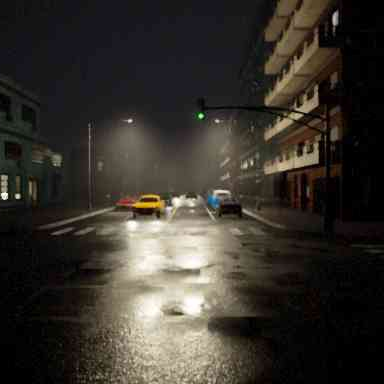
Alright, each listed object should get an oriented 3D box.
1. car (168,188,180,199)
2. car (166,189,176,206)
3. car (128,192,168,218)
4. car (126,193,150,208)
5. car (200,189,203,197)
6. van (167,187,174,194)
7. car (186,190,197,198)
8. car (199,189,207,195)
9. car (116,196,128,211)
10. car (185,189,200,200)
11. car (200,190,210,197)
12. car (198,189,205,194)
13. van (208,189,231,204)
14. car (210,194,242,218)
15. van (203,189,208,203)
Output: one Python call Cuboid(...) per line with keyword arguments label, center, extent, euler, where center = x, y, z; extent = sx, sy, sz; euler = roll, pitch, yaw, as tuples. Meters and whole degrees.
Cuboid(label="car", center=(-3.091, 0.498, 57.687), extent=(1.895, 1.301, 4.718), euler=(0, 1, 0))
Cuboid(label="car", center=(-3.132, 0.790, 37.656), extent=(1.837, 1.490, 4.892), euler=(0, 1, 0))
Cuboid(label="car", center=(-3.123, 1.011, 24.713), extent=(1.882, 1.535, 5.008), euler=(0, 1, 0))
Cuboid(label="car", center=(-5.729, 0.866, 35.780), extent=(1.887, 1.381, 4.507), euler=(1, 1, 0))
Cuboid(label="car", center=(2.628, 0.520, 52.736), extent=(1.752, 1.417, 4.829), euler=(1, 1, 0))
Cuboid(label="van", center=(-5.804, -0.441, 91.567), extent=(1.690, 1.788, 3.998), euler=(1, 1, 0))
Cuboid(label="car", center=(-0.093, 0.327, 64.565), extent=(1.994, 1.385, 4.181), euler=(0, 1, 0))
Cuboid(label="car", center=(2.589, -0.012, 80.466), extent=(1.887, 1.381, 4.507), euler=(1, 1, 0))
Cuboid(label="car", center=(-5.722, 1.010, 30.201), extent=(1.802, 1.307, 4.206), euler=(1, 1, 0))
Cuboid(label="car", center=(-0.077, 0.523, 54.526), extent=(1.994, 1.385, 4.181), euler=(0, 1, 0))
Cuboid(label="car", center=(2.604, 0.233, 69.306), extent=(1.947, 1.339, 4.313), euler=(1, 1, 0))
Cuboid(label="car", center=(2.573, -0.232, 91.625), extent=(2.008, 1.369, 4.403), euler=(1, 1, 0))
Cuboid(label="van", center=(2.662, 0.769, 30.243), extent=(1.690, 1.788, 3.998), euler=(1, 1, 0))
Cuboid(label="car", center=(2.667, 1.085, 24.669), extent=(2.008, 1.369, 4.403), euler=(1, 1, 0))
Cuboid(label="van", center=(2.646, 0.556, 41.404), extent=(1.690, 1.788, 3.998), euler=(1, 1, 0))
